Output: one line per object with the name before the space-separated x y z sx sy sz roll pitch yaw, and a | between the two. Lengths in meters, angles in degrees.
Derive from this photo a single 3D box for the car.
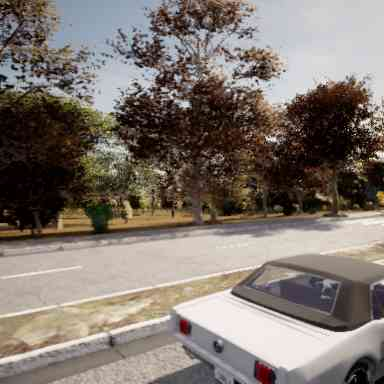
car | 2.132 1.572 4.652 4.718 1.301 1.895 -1 0 -35
